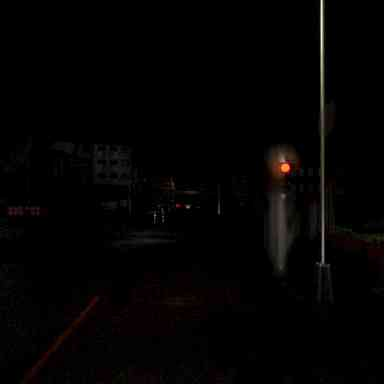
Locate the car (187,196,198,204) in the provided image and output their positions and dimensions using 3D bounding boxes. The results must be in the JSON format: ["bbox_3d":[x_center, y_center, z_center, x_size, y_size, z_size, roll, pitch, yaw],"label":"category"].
[{"bbox_3d":[0.107,1.547,66.178,2.033,1.411,5.357,0,0,0],"label":"car"}]

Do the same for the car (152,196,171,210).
[{"bbox_3d":[-4.031,1.491,43.064,2.128,1.511,4.902,0,0,0],"label":"car"}]

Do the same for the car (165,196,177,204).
[{"bbox_3d":[-3.953,1.477,63.202,1.882,1.535,5.008,0,0,0],"label":"car"}]

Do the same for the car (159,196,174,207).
[{"bbox_3d":[-4.008,1.491,53.028,2.128,1.511,4.902,0,0,0],"label":"car"}]

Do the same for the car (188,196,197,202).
[{"bbox_3d":[0.124,1.583,76.773,1.895,1.301,4.718,0,0,0],"label":"car"}]

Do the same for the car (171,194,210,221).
[{"bbox_3d":[0.171,1.221,27.453,2.150,2.045,5.566,1,0,11],"label":"car"}]

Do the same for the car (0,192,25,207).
[{"bbox_3d":[-19.702,0.985,34.984,1.905,1.878,3.866,0,0,35],"label":"car"}]
